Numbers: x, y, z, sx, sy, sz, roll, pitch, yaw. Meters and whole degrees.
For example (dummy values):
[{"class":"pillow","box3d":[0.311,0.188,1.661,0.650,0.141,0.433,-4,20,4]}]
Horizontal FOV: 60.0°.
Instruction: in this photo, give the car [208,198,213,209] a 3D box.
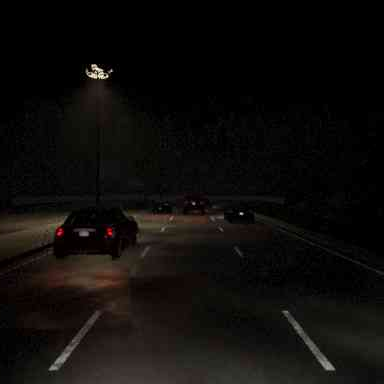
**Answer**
[{"class":"car","box3d":[1.588,1.491,44.423,2.128,1.511,4.902,0,0,12]}]

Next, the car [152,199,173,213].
[{"class":"car","box3d":[-3.147,1.490,36.494,2.128,1.511,4.902,0,0,2]}]

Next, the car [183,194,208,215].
[{"class":"car","box3d":[0.273,1.221,34.636,2.150,2.045,5.566,0,0,2]}]

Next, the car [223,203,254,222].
[{"class":"car","box3d":[3.606,1.564,26.296,1.994,1.385,4.181,0,0,0]}]

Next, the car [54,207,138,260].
[{"class":"car","box3d":[-3.400,1.352,12.612,2.097,1.767,4.553,0,0,0]}]
